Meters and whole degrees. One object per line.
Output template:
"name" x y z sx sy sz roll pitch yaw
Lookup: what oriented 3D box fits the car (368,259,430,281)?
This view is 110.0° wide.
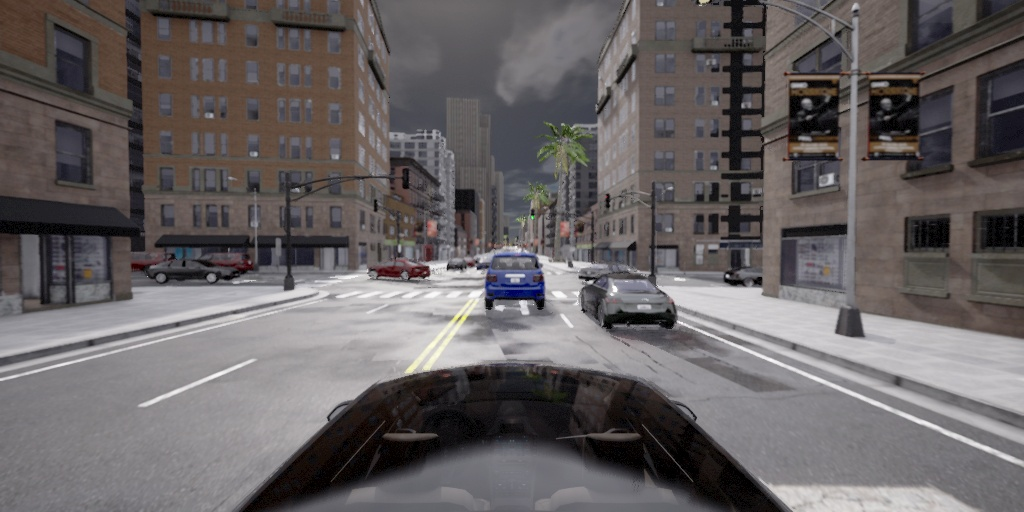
"car" -8.508 1.004 26.914 5.008 1.535 1.882 1 1 25

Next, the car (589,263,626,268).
"car" 6.939 1.188 25.395 5.357 1.411 2.033 0 1 -43

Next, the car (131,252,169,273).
"car" -29.318 0.616 28.243 5.009 1.841 2.192 0 0 -9

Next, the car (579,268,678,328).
"car" 3.354 1.249 11.085 1.994 1.385 4.181 0 0 0

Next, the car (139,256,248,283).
"car" -20.851 0.977 23.668 4.892 1.490 1.837 0 1 -9

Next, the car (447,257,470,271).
"car" -6.557 0.943 43.070 1.882 1.535 5.008 0 0 0

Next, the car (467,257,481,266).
"car" -6.448 0.930 61.928 1.895 1.301 4.718 0 0 0

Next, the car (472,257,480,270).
"car" -3.308 1.002 44.618 2.033 1.411 5.357 0 0 0

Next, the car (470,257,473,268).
"car" -6.519 0.877 52.585 1.882 1.535 5.008 0 0 0

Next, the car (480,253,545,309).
"car" 0.107 0.883 14.556 2.150 2.045 5.566 0 0 0

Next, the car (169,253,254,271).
"car" -23.872 0.653 29.061 5.009 1.841 2.192 0 0 -9

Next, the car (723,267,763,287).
"car" 16.226 1.365 23.534 4.313 1.339 1.948 0 0 0
